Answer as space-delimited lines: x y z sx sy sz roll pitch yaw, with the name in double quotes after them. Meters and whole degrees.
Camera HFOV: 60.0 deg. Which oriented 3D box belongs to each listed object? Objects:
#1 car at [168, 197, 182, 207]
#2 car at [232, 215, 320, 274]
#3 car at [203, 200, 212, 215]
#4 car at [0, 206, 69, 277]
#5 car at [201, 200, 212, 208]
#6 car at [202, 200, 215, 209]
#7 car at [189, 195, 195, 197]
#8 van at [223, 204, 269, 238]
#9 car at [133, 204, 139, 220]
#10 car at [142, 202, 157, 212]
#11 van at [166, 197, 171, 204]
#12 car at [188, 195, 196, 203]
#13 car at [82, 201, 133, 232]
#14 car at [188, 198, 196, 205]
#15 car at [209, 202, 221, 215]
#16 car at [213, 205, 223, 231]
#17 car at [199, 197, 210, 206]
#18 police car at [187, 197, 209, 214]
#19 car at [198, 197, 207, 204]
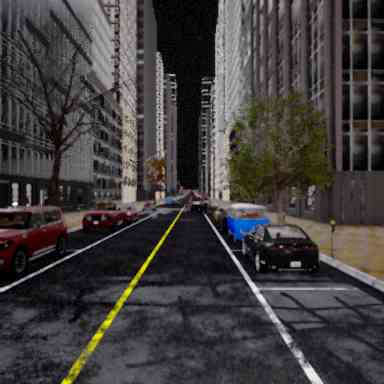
-3.004 2.181 64.555 1.994 1.385 4.181 0 -1 1 "car"
2.689 1.659 10.806 2.008 1.369 4.403 0 -1 0 "car"
2.700 1.933 39.294 2.008 1.369 4.403 0 -1 0 "car"
-5.693 1.423 10.818 2.192 1.841 5.009 0 -1 0 "car"
2.709 2.141 62.086 1.887 1.381 4.507 0 -1 0 "car"
2.706 2.109 56.388 1.947 1.339 4.313 0 -1 0 "car"
0.582 1.777 57.573 2.150 2.045 5.566 0 -1 -2 "car"
2.690 1.505 16.506 1.690 1.788 3.998 0 -1 0 "van"
-5.686 1.714 27.910 1.967 1.590 4.097 0 -1 0 "car"
-5.678 2.018 45.001 1.802 1.307 4.206 0 -1 0 "car"
-5.665 2.142 84.888 1.690 1.788 3.998 0 -1 0 "van"
0.034 1.959 92.109 2.150 2.045 5.566 0 0 0 "car"
-5.688 1.534 22.213 2.192 1.841 5.009 0 -1 0 "car"
0.029 2.126 77.077 1.812 1.442 4.674 0 -1 0 "car"
2.696 1.800 28.070 1.752 1.417 4.829 0 -1 0 "car"
2.694 1.785 22.202 1.947 1.339 4.313 0 -1 0 "car"
2.712 2.015 73.484 2.192 1.841 5.009 0 -1 0 "car"
0.472 1.829 41.591 1.930 1.638 5.238 0 -1 -9 "police car"
2.716 2.116 84.880 2.192 1.841 5.009 0 -1 0 "car"
